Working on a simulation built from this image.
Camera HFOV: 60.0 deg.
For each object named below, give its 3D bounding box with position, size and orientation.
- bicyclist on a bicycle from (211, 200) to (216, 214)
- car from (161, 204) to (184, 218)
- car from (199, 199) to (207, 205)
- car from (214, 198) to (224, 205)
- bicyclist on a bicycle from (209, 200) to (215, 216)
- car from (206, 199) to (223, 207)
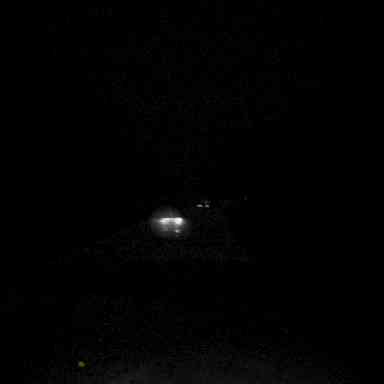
[{"bbox_3d":[2.628,1.828,41.164,0.582,1.620,1.656,0,-1,5],"label":"bicyclist on a bicycle"},{"bbox_3d":[-1.881,1.865,33.401,1.994,1.385,4.181,0,-1,4],"label":"car"},{"bbox_3d":[2.751,2.199,74.708,1.882,1.535,5.008,0,-1,8],"label":"car"},{"bbox_3d":[6.303,2.258,78.008,1.882,1.535,5.008,0,-1,9],"label":"car"},{"bbox_3d":[1.950,1.746,32.231,0.582,1.620,1.656,0,-1,4],"label":"bicyclist on a bicycle"},{"bbox_3d":[4.518,2.196,65.966,2.033,1.411,5.357,0,-1,8],"label":"car"}]
